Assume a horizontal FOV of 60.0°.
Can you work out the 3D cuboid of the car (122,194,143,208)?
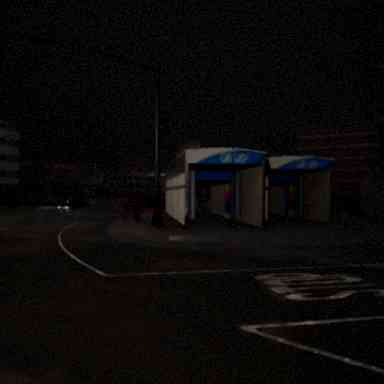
[{"bbox_3d":[-8.371,1.380,50.784,2.150,2.045,5.566,0,0,26],"label":"car"}]

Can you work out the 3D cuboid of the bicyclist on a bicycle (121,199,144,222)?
[{"bbox_3d":[-4.352,1.376,24.343,1.656,1.620,0.582,0,0,-8],"label":"bicyclist on a bicycle"}]

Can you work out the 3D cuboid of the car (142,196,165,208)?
[{"bbox_3d":[-4.880,1.672,49.963,2.128,1.511,4.902,0,0,26],"label":"car"}]

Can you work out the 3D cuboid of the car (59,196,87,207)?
[{"bbox_3d":[-18.923,1.471,53.095,2.097,1.767,4.553,0,0,26],"label":"car"}]

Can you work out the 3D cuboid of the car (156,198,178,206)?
[{"bbox_3d":[-4.373,1.783,59.026,1.994,1.385,4.181,0,0,26],"label":"car"}]

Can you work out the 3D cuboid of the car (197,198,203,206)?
[{"bbox_3d":[0.196,1.731,60.415,1.882,1.535,5.008,0,0,29],"label":"car"}]
